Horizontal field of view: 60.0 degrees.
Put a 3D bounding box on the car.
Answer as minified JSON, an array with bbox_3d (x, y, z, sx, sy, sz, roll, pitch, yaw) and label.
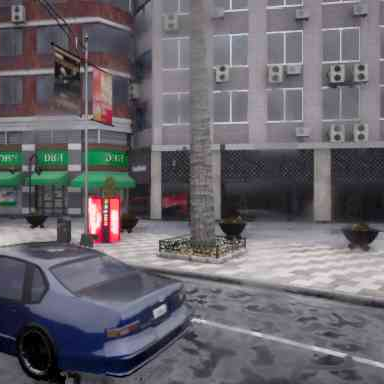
[{"bbox_3d":[-2.636,1.548,5.329,5.357,1.411,2.033,0,0,27],"label":"car"}]

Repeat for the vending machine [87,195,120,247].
[{"bbox_3d":[-3.733,1.195,14.134,0.880,2.100,1.100,0,0,24],"label":"vending machine"}]
